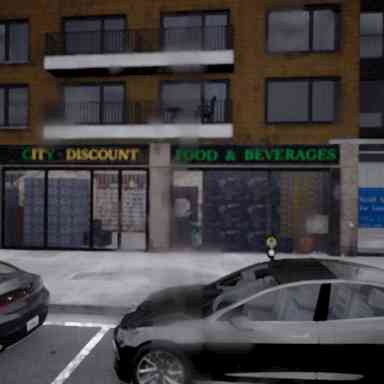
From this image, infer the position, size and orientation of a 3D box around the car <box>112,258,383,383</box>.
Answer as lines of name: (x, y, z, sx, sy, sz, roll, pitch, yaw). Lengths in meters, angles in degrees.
car: (1.210, 1.569, 4.180, 4.313, 1.339, 1.947, 0, 1, 6)

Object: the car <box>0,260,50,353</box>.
car: (-4.345, 1.556, 4.770, 4.403, 1.369, 2.008, 0, 1, 6)
